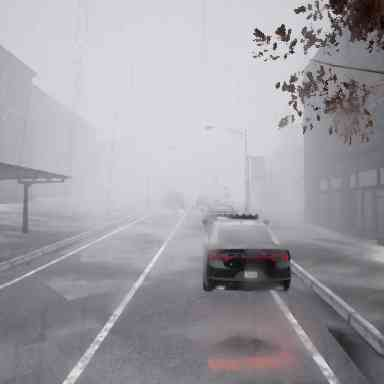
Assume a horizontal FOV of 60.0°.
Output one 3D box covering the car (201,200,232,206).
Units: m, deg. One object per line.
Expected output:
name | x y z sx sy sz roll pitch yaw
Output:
car | 1.604 1.437 19.001 1.837 1.490 4.892 0 0 2

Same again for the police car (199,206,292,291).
police car | 1.245 1.412 9.108 1.930 1.638 5.238 0 0 2

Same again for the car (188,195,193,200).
car | -0.658 1.303 83.977 1.895 1.301 4.718 0 0 2

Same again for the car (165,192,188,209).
car | -2.069 1.031 41.765 2.150 2.045 5.566 0 0 2

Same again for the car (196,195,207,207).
car | 1.569 1.392 45.902 1.895 1.301 4.718 0 0 2

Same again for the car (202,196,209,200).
car | 1.826 1.348 25.193 1.801 1.575 5.366 0 0 2
